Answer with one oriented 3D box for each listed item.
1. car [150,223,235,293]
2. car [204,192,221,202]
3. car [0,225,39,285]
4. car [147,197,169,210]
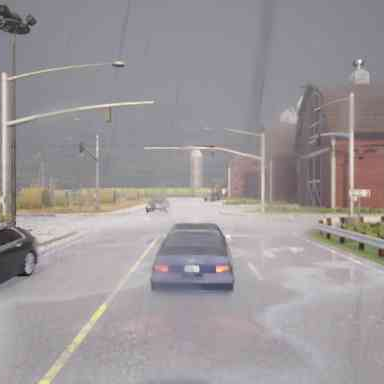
[{"bbox_3d":[0.090,1.540,8.975,2.033,1.411,5.357,0,0,2],"label":"car"},{"bbox_3d":[4.465,1.088,73.593,1.905,1.878,3.866,-8,3,-42],"label":"car"},{"bbox_3d":[-5.179,1.565,7.392,1.837,1.490,4.892,0,1,0],"label":"car"},{"bbox_3d":[-3.363,1.159,33.284,2.097,1.767,4.553,0,0,0],"label":"car"}]
